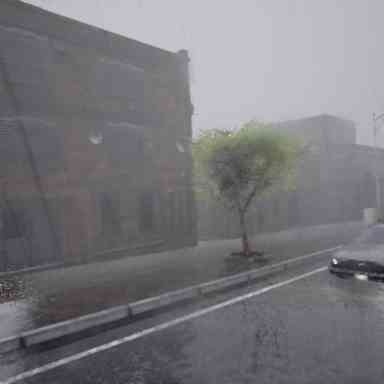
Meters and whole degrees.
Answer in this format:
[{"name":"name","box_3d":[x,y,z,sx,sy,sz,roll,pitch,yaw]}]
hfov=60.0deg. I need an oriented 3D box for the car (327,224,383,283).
[{"name":"car","box_3d":[6.023,1.700,9.987,5.357,1.411,2.033,0,-2,-44]}]
